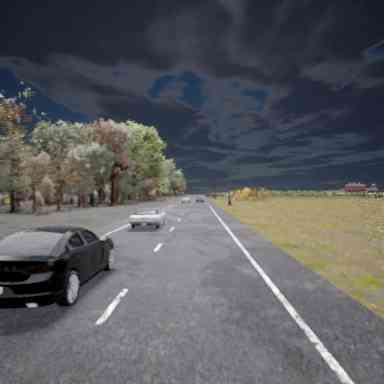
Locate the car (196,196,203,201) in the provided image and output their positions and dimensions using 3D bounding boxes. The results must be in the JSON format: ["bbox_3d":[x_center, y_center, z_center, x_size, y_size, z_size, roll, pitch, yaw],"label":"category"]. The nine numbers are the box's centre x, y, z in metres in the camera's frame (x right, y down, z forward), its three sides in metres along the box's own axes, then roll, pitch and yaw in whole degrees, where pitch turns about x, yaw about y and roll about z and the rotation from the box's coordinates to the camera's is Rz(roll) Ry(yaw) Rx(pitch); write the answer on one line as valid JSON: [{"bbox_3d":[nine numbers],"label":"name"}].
[{"bbox_3d":[2.125,1.779,92.719,1.837,1.490,4.892,-1,0,1],"label":"car"}]

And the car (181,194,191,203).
[{"bbox_3d":[-1.614,1.619,82.409,2.150,2.045,5.566,-1,0,1],"label":"car"}]

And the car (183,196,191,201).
[{"bbox_3d":[-1.373,1.793,92.800,1.882,1.535,5.008,-1,0,1],"label":"car"}]

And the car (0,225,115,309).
[{"bbox_3d":[-3.319,1.555,8.190,1.882,1.535,5.008,-1,0,1],"label":"car"}]

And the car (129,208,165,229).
[{"bbox_3d":[-2.975,1.750,23.100,1.895,1.301,4.718,-1,0,1],"label":"car"}]

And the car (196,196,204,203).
[{"bbox_3d":[1.896,1.911,82.680,1.994,1.385,4.181,-1,0,1],"label":"car"}]
